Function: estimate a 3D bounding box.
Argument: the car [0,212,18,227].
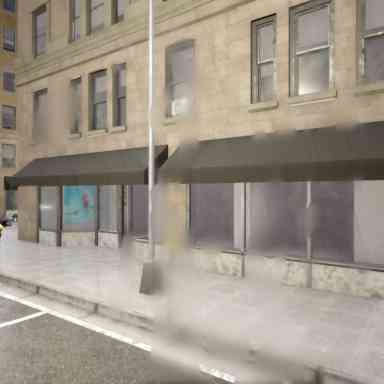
[{"bbox_3d":[-13.019,1.593,18.431,2.033,1.411,5.357,0,0,37],"label":"car"}]
